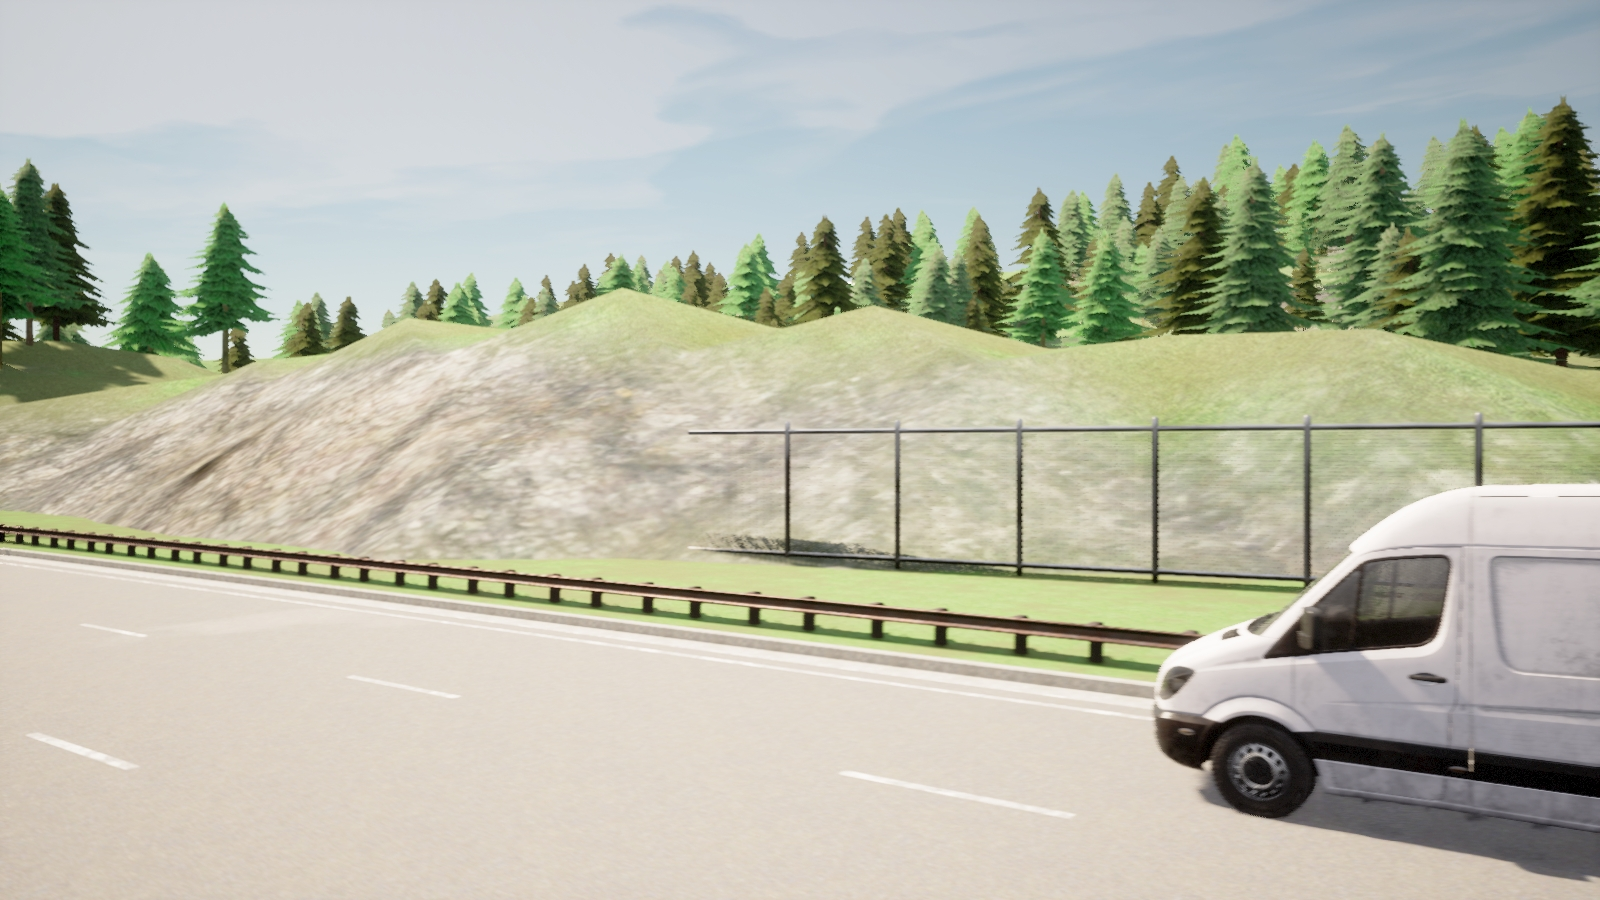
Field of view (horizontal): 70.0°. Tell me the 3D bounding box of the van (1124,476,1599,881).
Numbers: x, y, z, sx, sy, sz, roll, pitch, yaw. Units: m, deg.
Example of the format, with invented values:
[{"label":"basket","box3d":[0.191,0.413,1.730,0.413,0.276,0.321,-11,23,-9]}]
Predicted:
[{"label":"van","box3d":[5.622,1.534,8.391,5.915,2.561,1.988,0,0,35]}]
